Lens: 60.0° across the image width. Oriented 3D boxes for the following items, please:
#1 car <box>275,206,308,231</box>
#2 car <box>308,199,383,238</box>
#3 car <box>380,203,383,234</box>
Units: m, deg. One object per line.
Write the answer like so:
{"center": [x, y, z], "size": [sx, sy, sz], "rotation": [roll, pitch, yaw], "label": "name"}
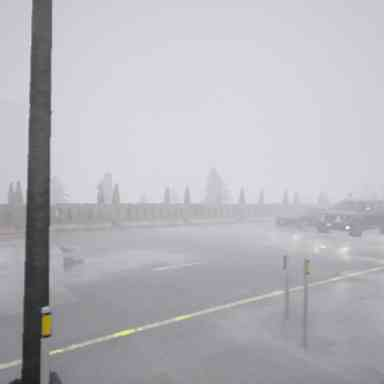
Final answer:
{"center": [7.752, 1.705, 22.415], "size": [5.008, 1.535, 1.882], "rotation": [1, -1, -35], "label": "car"}
{"center": [9.584, 1.444, 19.423], "size": [5.566, 2.045, 2.150], "rotation": [1, -1, -35], "label": "car"}
{"center": [11.777, 1.578, 16.686], "size": [4.553, 1.767, 2.097], "rotation": [1, -1, -35], "label": "car"}
